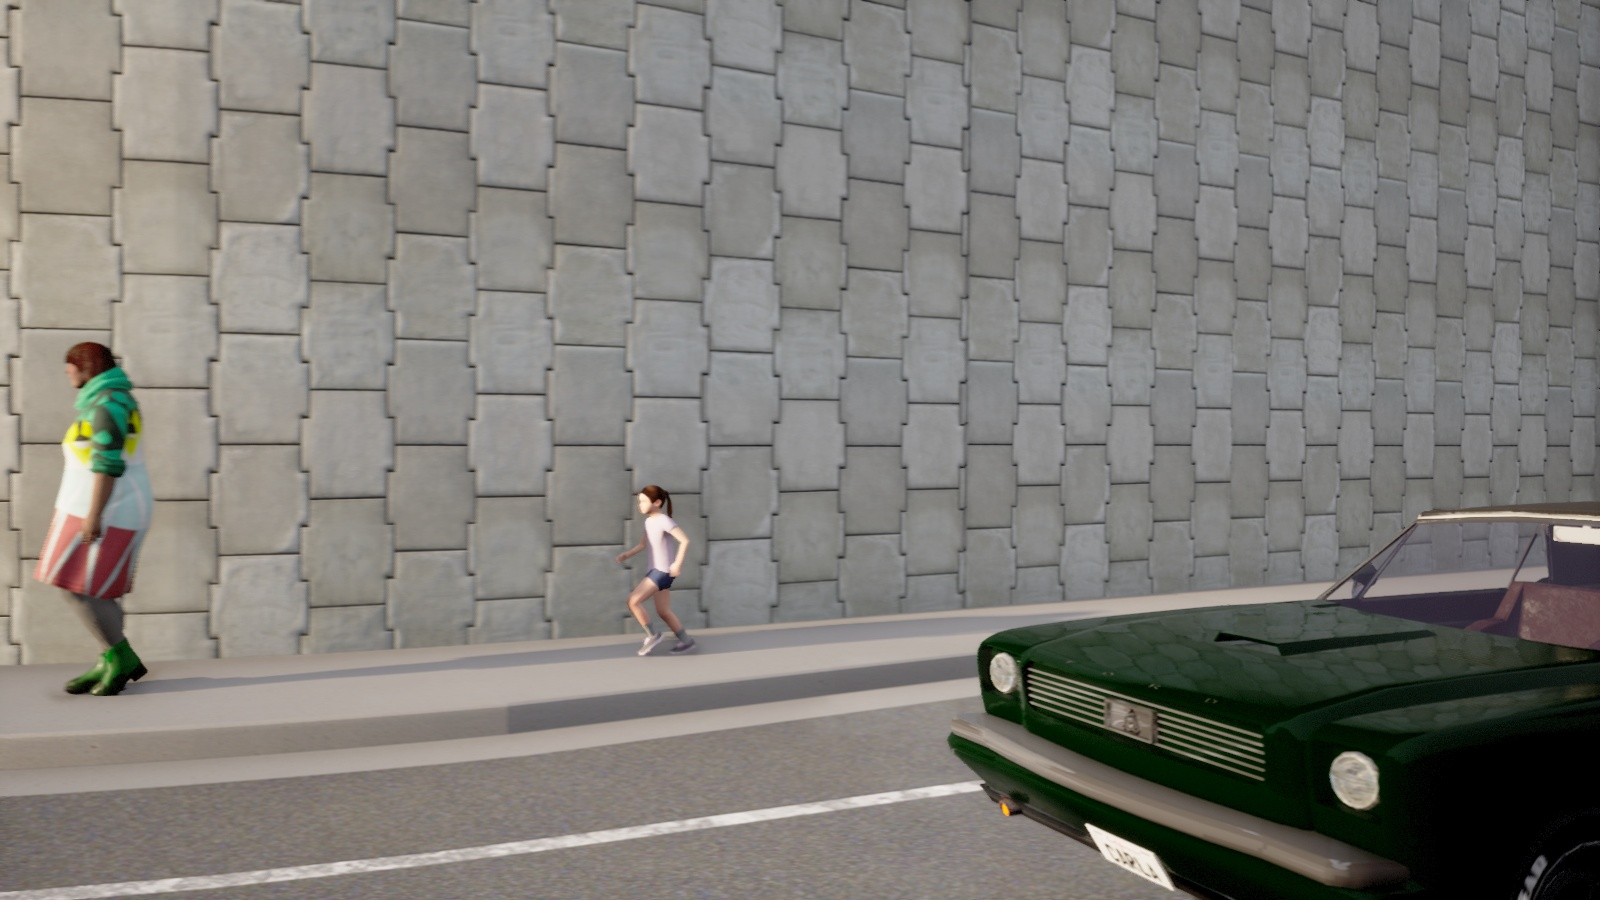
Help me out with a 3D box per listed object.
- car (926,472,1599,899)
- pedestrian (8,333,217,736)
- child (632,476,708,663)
[{"bbox_3d":[2.985,0.790,4.581,4.718,1.301,1.895,-1,1,-26],"label":"car"},{"bbox_3d":[-3.548,0.401,6.557,0.873,1.952,0.659,-1,1,-24],"label":"pedestrian"},{"bbox_3d":[-0.807,0.726,7.787,0.394,1.110,0.255,-1,1,-24],"label":"child"}]
